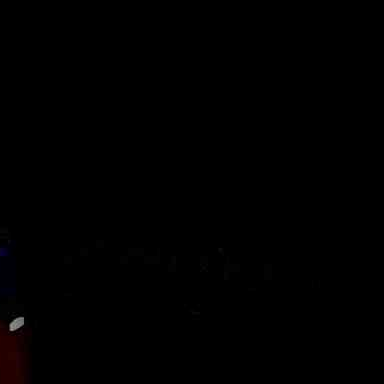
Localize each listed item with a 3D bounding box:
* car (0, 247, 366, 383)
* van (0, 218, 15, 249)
[{"bbox_3d":[-0.669,1.527,3.447,4.507,1.381,1.887,1,0,36],"label":"car"},{"bbox_3d":[-5.227,1.282,6.702,3.998,1.788,1.690,1,0,36],"label":"van"}]
